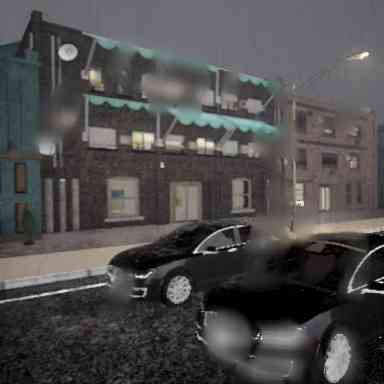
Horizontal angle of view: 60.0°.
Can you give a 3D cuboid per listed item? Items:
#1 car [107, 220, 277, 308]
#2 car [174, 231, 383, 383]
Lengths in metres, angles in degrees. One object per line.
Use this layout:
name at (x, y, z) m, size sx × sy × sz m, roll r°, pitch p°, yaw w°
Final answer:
car at (0.423, 1.473, 7.978) m, size 4.892 × 1.490 × 1.837 m, roll 0°, pitch 0°, yaw -35°
car at (2.318, 1.473, 5.338) m, size 4.892 × 1.490 × 1.837 m, roll 0°, pitch 0°, yaw -35°
